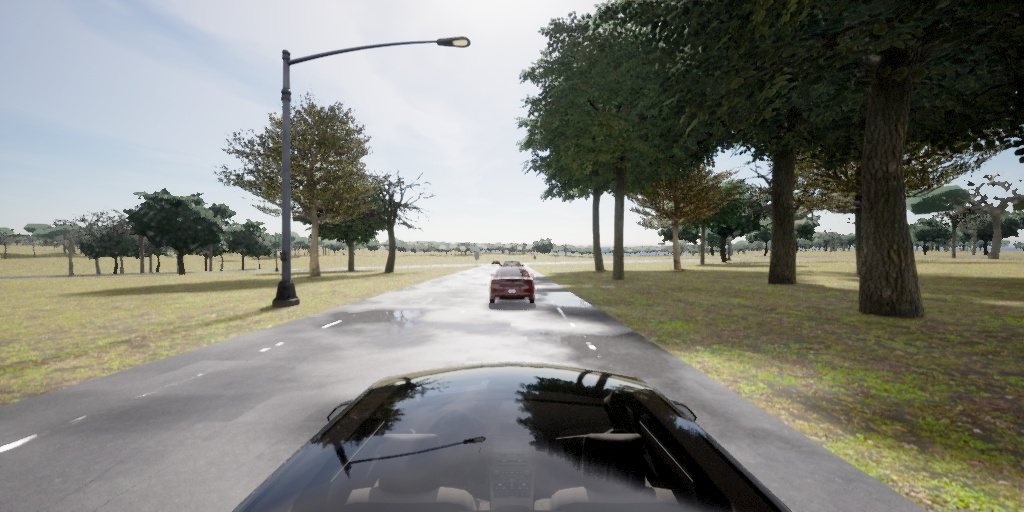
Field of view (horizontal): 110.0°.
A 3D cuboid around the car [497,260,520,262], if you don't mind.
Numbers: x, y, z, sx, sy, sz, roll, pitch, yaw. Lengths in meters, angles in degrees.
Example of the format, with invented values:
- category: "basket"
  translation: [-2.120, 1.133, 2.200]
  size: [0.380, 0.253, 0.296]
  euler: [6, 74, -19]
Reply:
- category: "car"
  translation: [0.001, 1.117, 31.481]
  size: [2.097, 1.767, 4.553]
  euler: [0, 0, 0]

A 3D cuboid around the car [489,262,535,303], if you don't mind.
- category: "car"
  translation: [0.001, 1.229, 16.506]
  size: [1.882, 1.535, 5.008]
  euler: [0, 0, 0]
